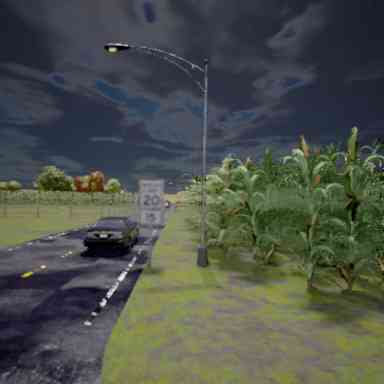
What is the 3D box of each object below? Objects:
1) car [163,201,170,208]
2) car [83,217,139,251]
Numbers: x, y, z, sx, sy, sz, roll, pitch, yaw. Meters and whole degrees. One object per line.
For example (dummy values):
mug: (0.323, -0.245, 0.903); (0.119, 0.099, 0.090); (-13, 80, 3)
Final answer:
car: (-6.896, 3.555, 85.053); (1.895, 1.301, 4.718); (1, -1, -3)
car: (-3.712, 1.896, 16.012); (2.033, 1.411, 5.357); (1, -1, -3)
